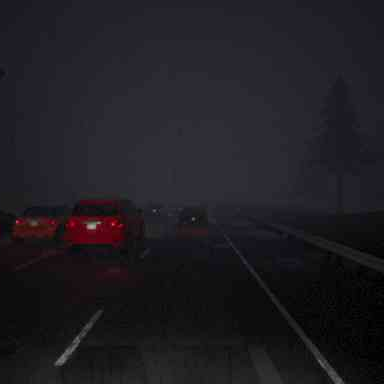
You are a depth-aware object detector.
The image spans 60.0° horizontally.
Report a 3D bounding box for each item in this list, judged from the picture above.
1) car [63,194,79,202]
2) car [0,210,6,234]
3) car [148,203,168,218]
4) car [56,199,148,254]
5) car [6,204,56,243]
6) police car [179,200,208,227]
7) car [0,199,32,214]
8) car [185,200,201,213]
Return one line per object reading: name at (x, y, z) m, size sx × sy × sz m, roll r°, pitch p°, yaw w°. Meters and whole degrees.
car at (-31.499, 1.603, 87.056) m, size 2.150 × 2.045 × 5.566 m, roll 0°, pitch 0°, yaw 0°
car at (-10.398, 1.601, 17.211) m, size 1.812 × 1.442 × 4.674 m, roll 0°, pitch 0°, yaw 0°
car at (-3.401, 1.705, 32.190) m, size 1.994 × 1.385 × 4.181 m, roll 0°, pitch 0°, yaw 0°
car at (-3.399, 1.283, 13.953) m, size 2.150 × 2.045 × 5.566 m, roll 0°, pitch 0°, yaw 0°
car at (-6.901, 1.425, 16.657) m, size 2.097 × 1.767 × 4.553 m, roll 0°, pitch 0°, yaw 0°
police car at (0.100, 1.529, 23.657) m, size 1.930 × 1.638 × 5.238 m, roll 0°, pitch -1°, yaw 0°
car at (-21.089, 1.650, 39.327) m, size 1.882 × 1.535 × 5.008 m, roll 0°, pitch 0°, yaw 0°
car at (0.100, 1.706, 41.205) m, size 1.812 × 1.442 × 4.674 m, roll 0°, pitch 0°, yaw 0°
